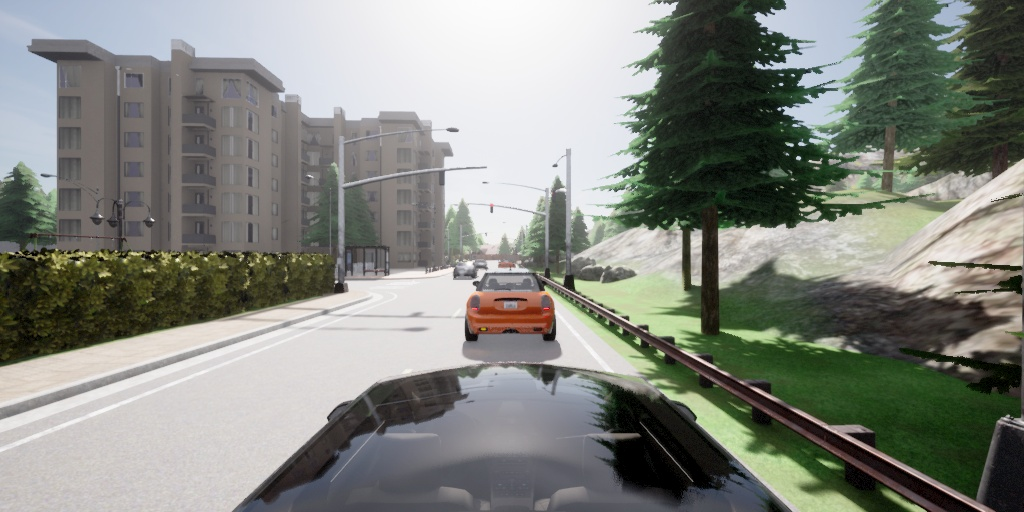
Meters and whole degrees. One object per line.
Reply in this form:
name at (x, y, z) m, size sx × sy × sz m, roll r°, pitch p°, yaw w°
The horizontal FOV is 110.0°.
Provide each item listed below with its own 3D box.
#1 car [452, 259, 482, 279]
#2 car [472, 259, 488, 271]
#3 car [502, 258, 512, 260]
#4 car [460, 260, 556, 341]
car at (-4.125, 1.239, 31.971) m, size 2.128 × 1.511 × 4.902 m, roll 0°, pitch 0°, yaw -1°
car at (-4.457, 1.251, 50.828) m, size 1.837 × 1.490 × 4.892 m, roll 0°, pitch 0°, yaw -1°
car at (-0.684, 1.100, 46.125) m, size 2.097 × 1.767 × 4.553 m, roll 0°, pitch 0°, yaw -1°
car at (-0.057, 1.101, 10.012) m, size 2.097 × 1.767 × 4.553 m, roll 0°, pitch 0°, yaw -1°
